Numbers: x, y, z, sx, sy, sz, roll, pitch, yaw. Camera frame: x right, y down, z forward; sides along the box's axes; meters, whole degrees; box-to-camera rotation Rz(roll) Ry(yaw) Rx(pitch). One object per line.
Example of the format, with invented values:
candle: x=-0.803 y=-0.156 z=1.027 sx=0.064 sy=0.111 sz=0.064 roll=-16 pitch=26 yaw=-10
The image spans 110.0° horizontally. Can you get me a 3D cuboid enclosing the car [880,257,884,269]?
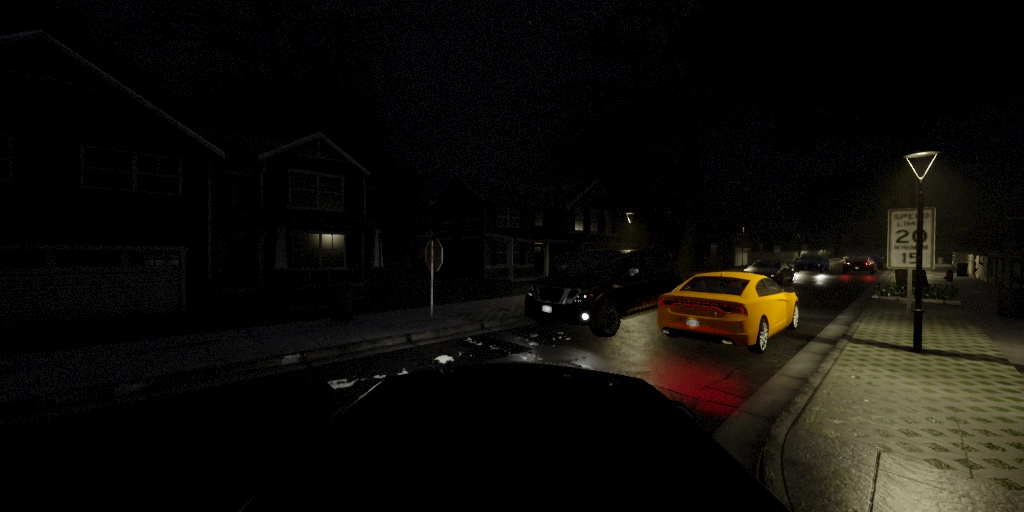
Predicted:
car: x=36.605 y=0.478 z=36.756 sx=5.008 sy=1.535 sz=1.882 roll=-1 pitch=2 yaw=-41

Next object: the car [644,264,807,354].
car: x=5.385 y=1.125 z=8.685 sx=5.008 sy=1.535 sz=1.882 roll=-1 pitch=1 yaw=-42

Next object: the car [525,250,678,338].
car: x=2.869 y=0.840 z=10.252 sx=5.566 sy=2.045 sz=2.150 roll=-1 pitch=2 yaw=-42

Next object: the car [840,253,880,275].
car: x=28.967 y=0.710 z=29.835 sx=4.674 sy=1.442 sz=1.812 roll=-1 pitch=2 yaw=-41

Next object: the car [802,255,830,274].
car: x=25.869 y=0.651 z=30.882 sx=5.008 sy=1.535 sz=1.882 roll=-1 pitch=1 yaw=-41

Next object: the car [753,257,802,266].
car: x=15.551 y=0.937 z=21.667 sx=5.357 sy=1.411 sz=2.033 roll=-1 pitch=1 yaw=-42
